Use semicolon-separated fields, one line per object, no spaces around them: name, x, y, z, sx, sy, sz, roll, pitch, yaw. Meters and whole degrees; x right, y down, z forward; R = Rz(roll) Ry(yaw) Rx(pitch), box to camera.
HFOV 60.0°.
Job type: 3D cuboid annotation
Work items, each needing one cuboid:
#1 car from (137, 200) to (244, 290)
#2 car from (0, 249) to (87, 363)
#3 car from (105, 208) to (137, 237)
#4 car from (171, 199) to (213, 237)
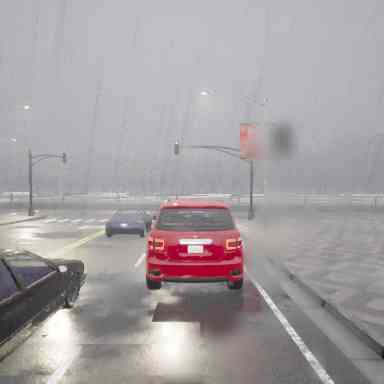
car;0.044;1.217;9.223;2.150;2.045;5.566;0;0;-1
car;-3.166;1.545;4.735;2.033;1.411;5.357;0;0;0
car;-3.267;1.555;17.915;1.994;1.385;4.181;0;0;0
car;-0.024;1.343;18.813;2.097;1.767;4.553;0;0;0
